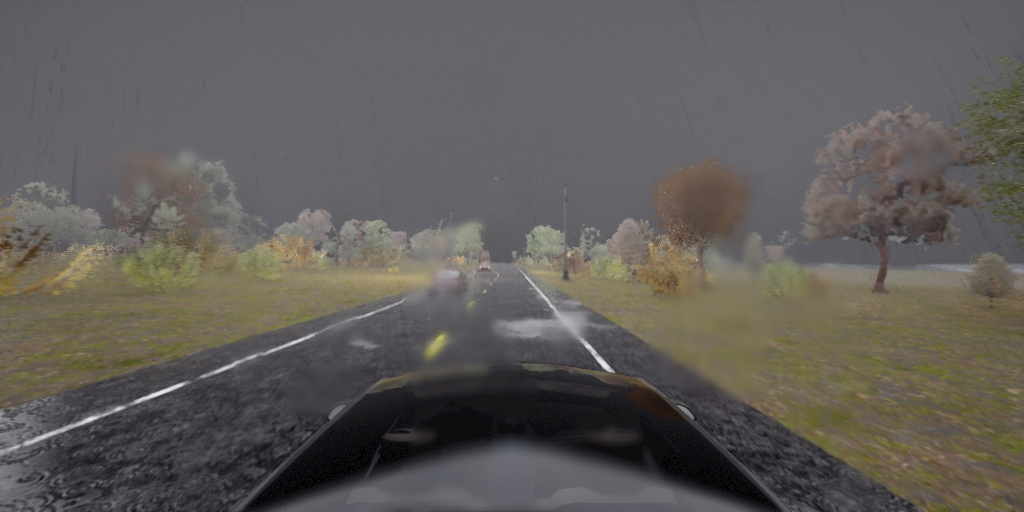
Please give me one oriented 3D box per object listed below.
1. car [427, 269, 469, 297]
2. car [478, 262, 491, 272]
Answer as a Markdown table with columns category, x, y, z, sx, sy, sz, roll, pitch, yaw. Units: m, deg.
| category | x | y | z | sx | sy | sz | roll | pitch | yaw |
| --- | --- | --- | --- | --- | --- | --- | --- | --- | --- |
| car | -3.597 | 1.521 | 20.883 | 1.812 | 1.442 | 4.674 | 0 | -1 | 0 |
| car | -4.735 | 1.894 | 61.554 | 2.097 | 1.767 | 4.553 | 0 | -1 | -6 |
